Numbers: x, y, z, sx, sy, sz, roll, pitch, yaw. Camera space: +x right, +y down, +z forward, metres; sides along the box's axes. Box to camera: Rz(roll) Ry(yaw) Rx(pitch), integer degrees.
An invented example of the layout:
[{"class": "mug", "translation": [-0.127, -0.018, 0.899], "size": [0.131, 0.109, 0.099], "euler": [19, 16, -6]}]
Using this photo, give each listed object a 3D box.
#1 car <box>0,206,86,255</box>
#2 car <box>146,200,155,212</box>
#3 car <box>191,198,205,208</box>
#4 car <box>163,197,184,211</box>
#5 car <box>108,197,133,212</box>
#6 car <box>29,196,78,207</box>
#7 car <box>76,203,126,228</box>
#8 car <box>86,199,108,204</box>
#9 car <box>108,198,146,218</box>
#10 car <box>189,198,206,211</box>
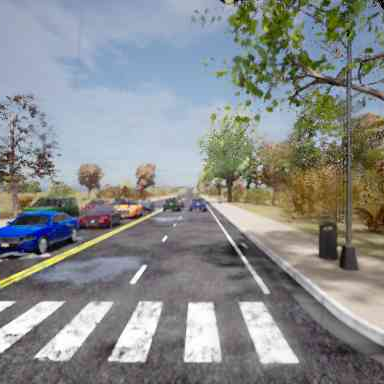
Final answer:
[{"class": "car", "translation": [-6.375, 1.563, 13.941], "size": [1.882, 1.535, 5.008], "euler": [0, 0, 1]}, {"class": "car", "translation": [-5.806, 1.714, 42.044], "size": [2.033, 1.411, 5.357], "euler": [0, 0, 1]}, {"class": "car", "translation": [0.954, 1.746, 52.798], "size": [1.994, 1.385, 4.181], "euler": [0, 0, 1]}, {"class": "car", "translation": [-2.487, 1.516, 42.796], "size": [2.097, 1.767, 4.553], "euler": [0, 0, 1]}, {"class": "car", "translation": [-9.046, 1.527, 42.502], "size": [2.097, 1.767, 4.553], "euler": [0, 0, 2]}, {"class": "car", "translation": [-9.462, 1.339, 22.595], "size": [2.150, 2.045, 5.566], "euler": [0, 0, 1]}, {"class": "car", "translation": [-6.196, 1.677, 22.921], "size": [1.994, 1.385, 4.181], "euler": [0, 0, 2]}, {"class": "car", "translation": [-9.271, 1.499, 32.734], "size": [2.097, 1.767, 4.553], "euler": [0, 0, 1]}, {"class": "car", "translation": [-6.041, 1.491, 31.470], "size": [2.097, 1.767, 4.553], "euler": [0, 0, 1]}, {"class": "car", "translation": [0.761, 1.511, 42.701], "size": [2.097, 1.767, 4.553], "euler": [0, 0, 1]}]
